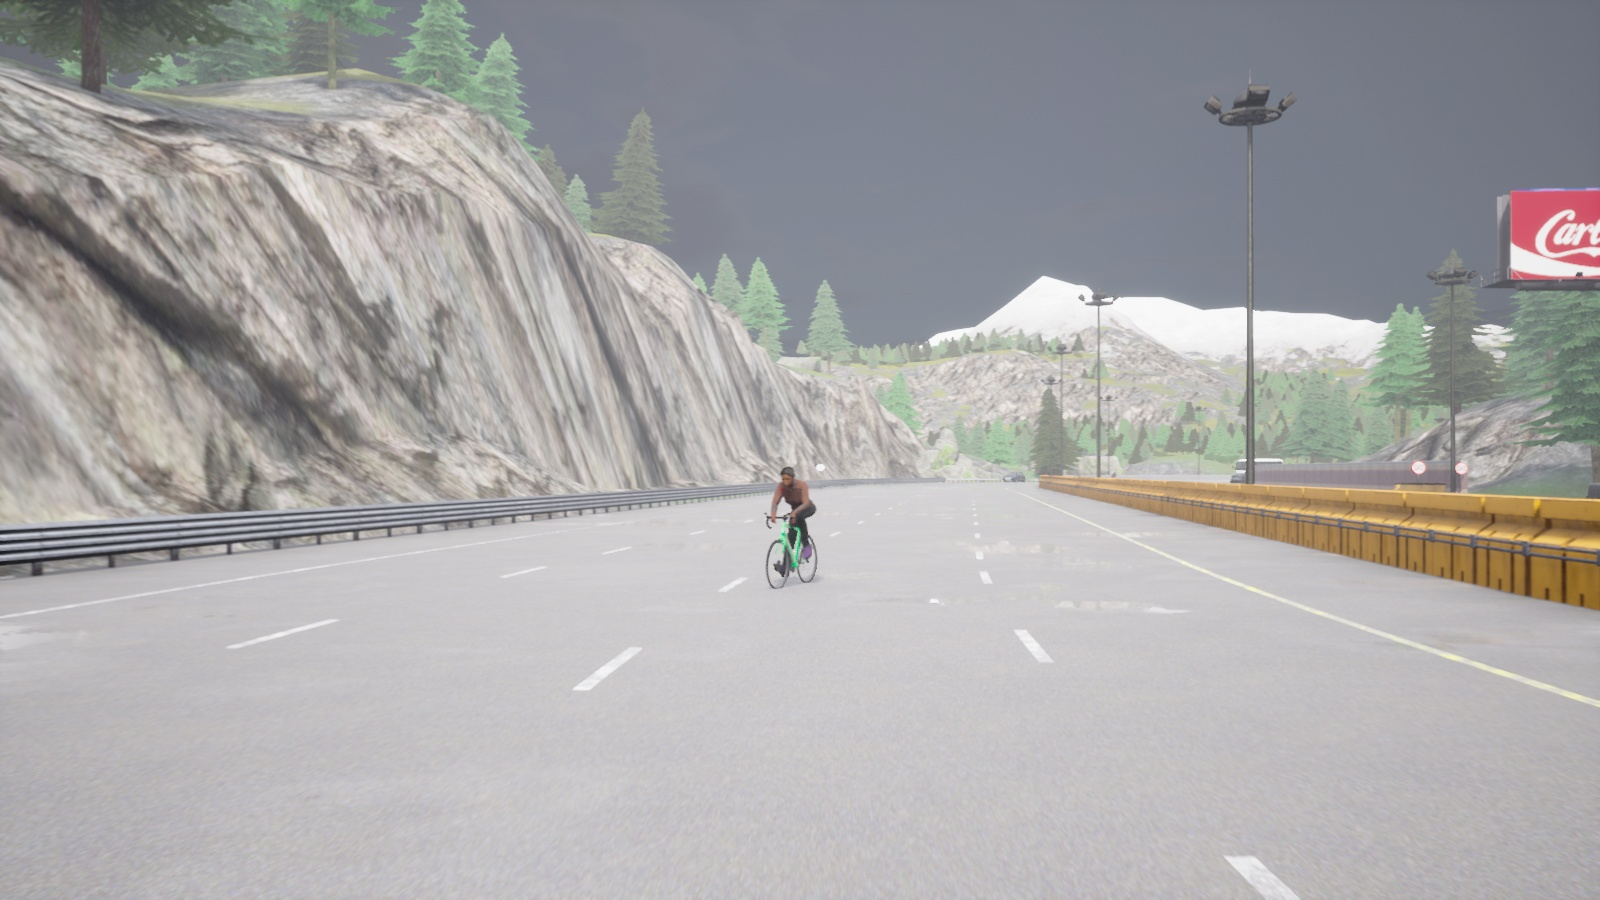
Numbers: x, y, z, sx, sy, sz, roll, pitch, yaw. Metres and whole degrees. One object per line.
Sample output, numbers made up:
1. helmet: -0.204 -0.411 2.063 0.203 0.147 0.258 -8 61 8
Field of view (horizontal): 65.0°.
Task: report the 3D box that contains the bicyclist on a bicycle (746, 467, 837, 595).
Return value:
1. bicyclist on a bicycle: -0.096 1.053 17.011 0.582 1.620 1.656 -1 -1 24
